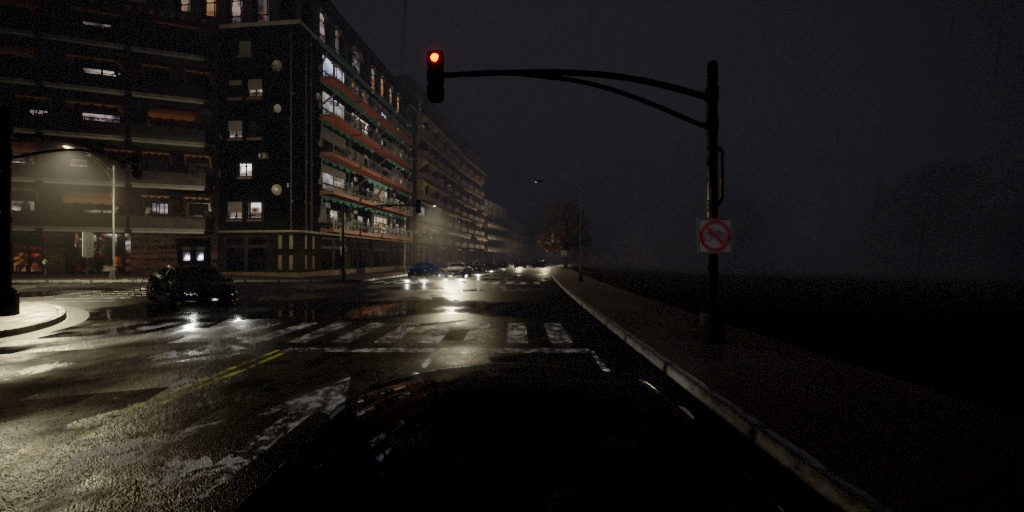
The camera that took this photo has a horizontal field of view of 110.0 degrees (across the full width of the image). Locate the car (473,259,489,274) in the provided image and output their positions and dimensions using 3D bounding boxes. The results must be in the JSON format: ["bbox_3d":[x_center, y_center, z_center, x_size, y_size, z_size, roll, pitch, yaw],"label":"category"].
[{"bbox_3d":[-4.437,1.350,43.995,1.837,1.490,4.892,0,0,6],"label":"car"}]

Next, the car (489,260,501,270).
[{"bbox_3d":[-3.318,1.449,53.916,1.994,1.385,4.181,0,0,8],"label":"car"}]

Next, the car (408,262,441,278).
[{"bbox_3d":[-8.515,1.287,34.818,1.882,1.535,5.008,0,0,4],"label":"car"}]

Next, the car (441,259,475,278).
[{"bbox_3d":[-5.230,1.336,35.142,1.812,1.442,4.674,0,0,5],"label":"car"}]

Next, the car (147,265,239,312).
[{"bbox_3d":[-12.724,1.164,14.282,4.892,1.490,1.837,5,-2,33],"label":"car"}]

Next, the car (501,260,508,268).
[{"bbox_3d":[-1.892,1.413,64.284,1.882,1.535,5.008,0,0,9],"label":"car"}]

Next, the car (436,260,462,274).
[{"bbox_3d":[-7.667,1.323,44.350,1.882,1.535,5.008,0,0,6],"label":"car"}]

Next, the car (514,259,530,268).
[{"bbox_3d":[1.528,1.489,64.987,2.033,1.411,5.357,0,0,9],"label":"car"}]

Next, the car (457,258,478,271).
[{"bbox_3d":[-6.580,1.236,54.024,2.097,1.767,4.553,0,0,7],"label":"car"}]
